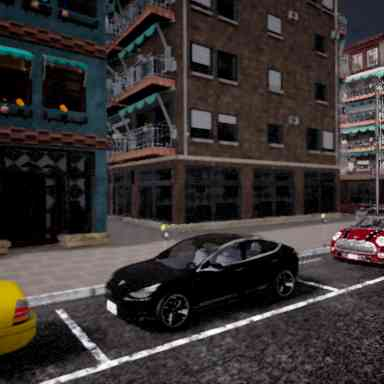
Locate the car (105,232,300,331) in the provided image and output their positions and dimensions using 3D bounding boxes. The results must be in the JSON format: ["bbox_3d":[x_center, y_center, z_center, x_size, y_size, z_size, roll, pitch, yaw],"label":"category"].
[{"bbox_3d":[0.424,1.563,6.867,4.313,1.339,1.947,0,0,-35],"label":"car"}]

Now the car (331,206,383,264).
[{"bbox_3d":[6.514,1.435,11.263,4.097,1.590,1.967,0,0,-35],"label":"car"}]

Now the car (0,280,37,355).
[{"bbox_3d":[-4.324,1.527,3.482,4.829,1.417,1.752,0,0,-35],"label":"car"}]

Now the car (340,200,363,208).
[{"bbox_3d":[14.994,1.468,32.043,1.802,1.307,4.206,0,0,-35],"label":"car"}]
